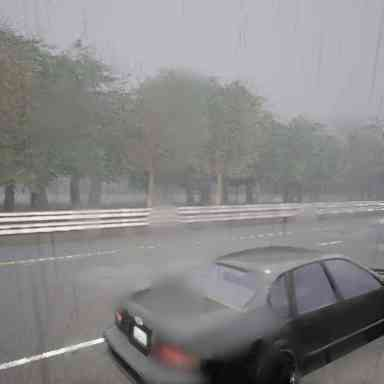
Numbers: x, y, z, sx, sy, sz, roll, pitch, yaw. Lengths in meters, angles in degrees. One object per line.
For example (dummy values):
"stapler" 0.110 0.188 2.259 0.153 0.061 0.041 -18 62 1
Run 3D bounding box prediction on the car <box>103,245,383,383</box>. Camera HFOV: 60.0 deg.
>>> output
"car" 1.504 1.549 4.944 5.357 1.411 2.033 0 0 -35
